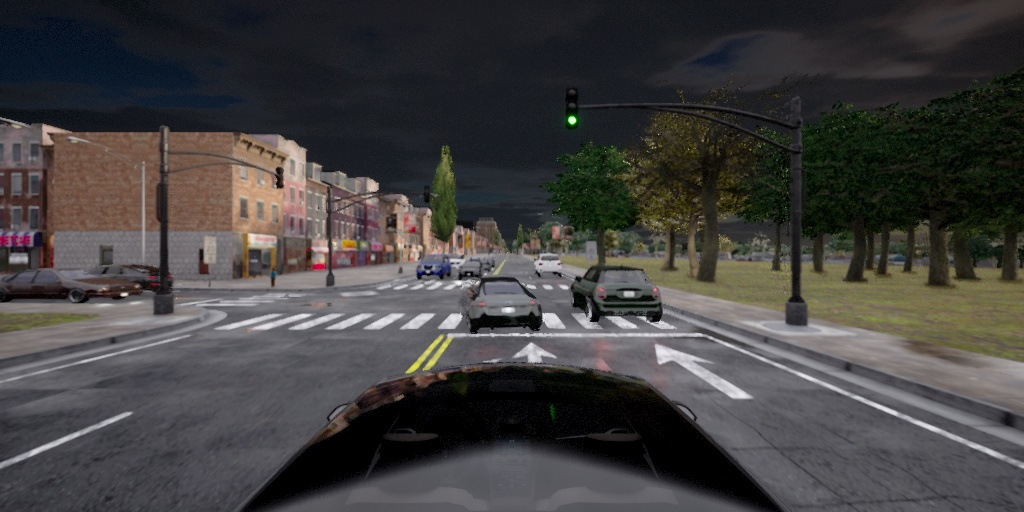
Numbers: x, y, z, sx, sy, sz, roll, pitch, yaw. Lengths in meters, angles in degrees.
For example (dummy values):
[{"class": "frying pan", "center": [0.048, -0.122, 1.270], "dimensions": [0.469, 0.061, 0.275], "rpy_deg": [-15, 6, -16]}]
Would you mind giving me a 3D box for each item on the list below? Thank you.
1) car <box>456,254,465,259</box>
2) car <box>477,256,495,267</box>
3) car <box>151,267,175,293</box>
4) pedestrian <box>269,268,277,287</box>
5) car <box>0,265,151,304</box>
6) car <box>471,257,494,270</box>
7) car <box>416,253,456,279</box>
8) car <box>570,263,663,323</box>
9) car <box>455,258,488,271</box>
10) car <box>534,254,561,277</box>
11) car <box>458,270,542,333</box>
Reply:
[{"class": "car", "center": [-6.647, 0.734, 41.716], "dimensions": [2.150, 2.045, 5.566], "rpy_deg": [0, 1, 0]}, {"class": "car", "center": [-3.365, 0.874, 50.879], "dimensions": [2.128, 1.511, 4.902], "rpy_deg": [0, 1, 1]}, {"class": "car", "center": [-20.224, 1.204, 18.345], "dimensions": [4.892, 1.490, 1.837], "rpy_deg": [1, 0, 0]}, {"class": "pedestrian", "center": [-14.158, 1.287, 21.280], "dimensions": [0.500, 1.100, 0.500], "rpy_deg": [0, -1, 0]}, {"class": "car", "center": [-19.392, 1.247, 15.379], "dimensions": [5.357, 1.411, 2.033], "rpy_deg": [1, 0, -3]}, {"class": "car", "center": [-3.394, 1.093, 40.478], "dimensions": [1.994, 1.385, 4.181], "rpy_deg": [0, 1, 0]}, {"class": "car", "center": [-6.642, 0.864, 31.064], "dimensions": [2.150, 2.045, 5.566], "rpy_deg": [0, 0, 0]}, {"class": "car", "center": [3.336, 1.103, 12.337], "dimensions": [2.097, 1.767, 4.553], "rpy_deg": [0, 0, 0]}, {"class": "car", "center": [-3.390, 1.151, 30.536], "dimensions": [1.837, 1.490, 4.892], "rpy_deg": [0, 1, 0]}, {"class": "car", "center": [3.305, 0.834, 33.760], "dimensions": [2.150, 2.045, 5.566], "rpy_deg": [0, 1, 0]}, {"class": "car", "center": [-0.482, 1.319, 10.959], "dimensions": [1.994, 1.385, 4.181], "rpy_deg": [0, 0, -11]}]
